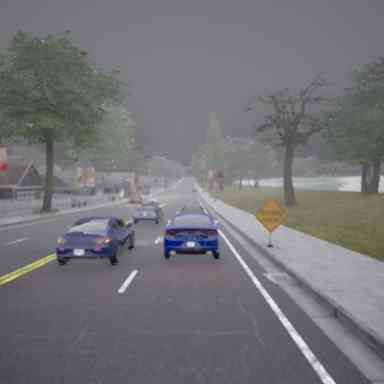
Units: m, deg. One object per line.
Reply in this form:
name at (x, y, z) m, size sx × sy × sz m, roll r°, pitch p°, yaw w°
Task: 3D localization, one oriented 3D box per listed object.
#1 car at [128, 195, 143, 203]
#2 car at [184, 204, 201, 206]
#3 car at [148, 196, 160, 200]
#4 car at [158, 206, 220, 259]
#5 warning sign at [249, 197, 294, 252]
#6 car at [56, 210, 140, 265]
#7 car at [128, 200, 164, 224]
car at (-9.785, 1.254, 57.673) m, size 2.097 × 1.767 × 4.553 m, roll 0°, pitch 1°, yaw 0°
car at (0.050, 1.654, 26.914) m, size 1.895 × 1.301 × 4.718 m, roll 0°, pitch 0°, yaw 1°
car at (-6.535, 1.429, 57.579) m, size 1.812 × 1.442 × 4.674 m, roll 0°, pitch 1°, yaw 1°
car at (0.054, 1.510, 12.833) m, size 1.882 × 1.535 × 5.008 m, roll 0°, pitch -1°, yaw 2°
warning sign at (2.891, 1.148, 12.189) m, size 1.300 × 1.860 × 1.060 m, roll 2°, pitch 2°, yaw 0°
car at (-3.207, 1.556, 11.730) m, size 1.812 × 1.442 × 4.674 m, roll 0°, pitch 0°, yaw 0°
car at (-3.213, 1.599, 25.366) m, size 2.033 × 1.411 × 5.357 m, roll 0°, pitch 0°, yaw 1°
